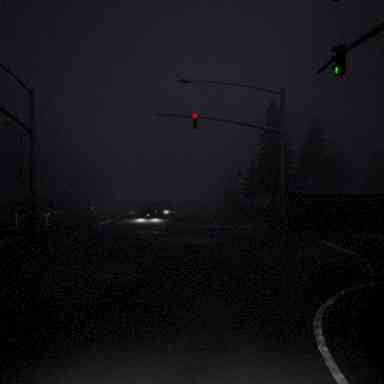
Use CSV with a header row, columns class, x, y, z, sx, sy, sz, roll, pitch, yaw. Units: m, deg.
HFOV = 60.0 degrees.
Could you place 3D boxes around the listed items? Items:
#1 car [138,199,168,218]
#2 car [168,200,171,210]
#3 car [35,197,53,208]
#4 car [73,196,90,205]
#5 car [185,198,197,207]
class,x,y,z,sx,sy,sz,roll,pitch,yaw
car,-3.684,1.547,30.582,2.033,1.411,5.357,0,0,0
car,-3.706,1.547,42.109,2.033,1.411,5.357,0,0,0
car,-20.633,1.384,45.611,1.970,1.475,3.806,0,0,0
car,-17.600,1.374,53.010,1.845,1.501,3.633,0,0,0
car,-0.139,1.601,51.236,1.895,1.301,4.718,0,0,0
